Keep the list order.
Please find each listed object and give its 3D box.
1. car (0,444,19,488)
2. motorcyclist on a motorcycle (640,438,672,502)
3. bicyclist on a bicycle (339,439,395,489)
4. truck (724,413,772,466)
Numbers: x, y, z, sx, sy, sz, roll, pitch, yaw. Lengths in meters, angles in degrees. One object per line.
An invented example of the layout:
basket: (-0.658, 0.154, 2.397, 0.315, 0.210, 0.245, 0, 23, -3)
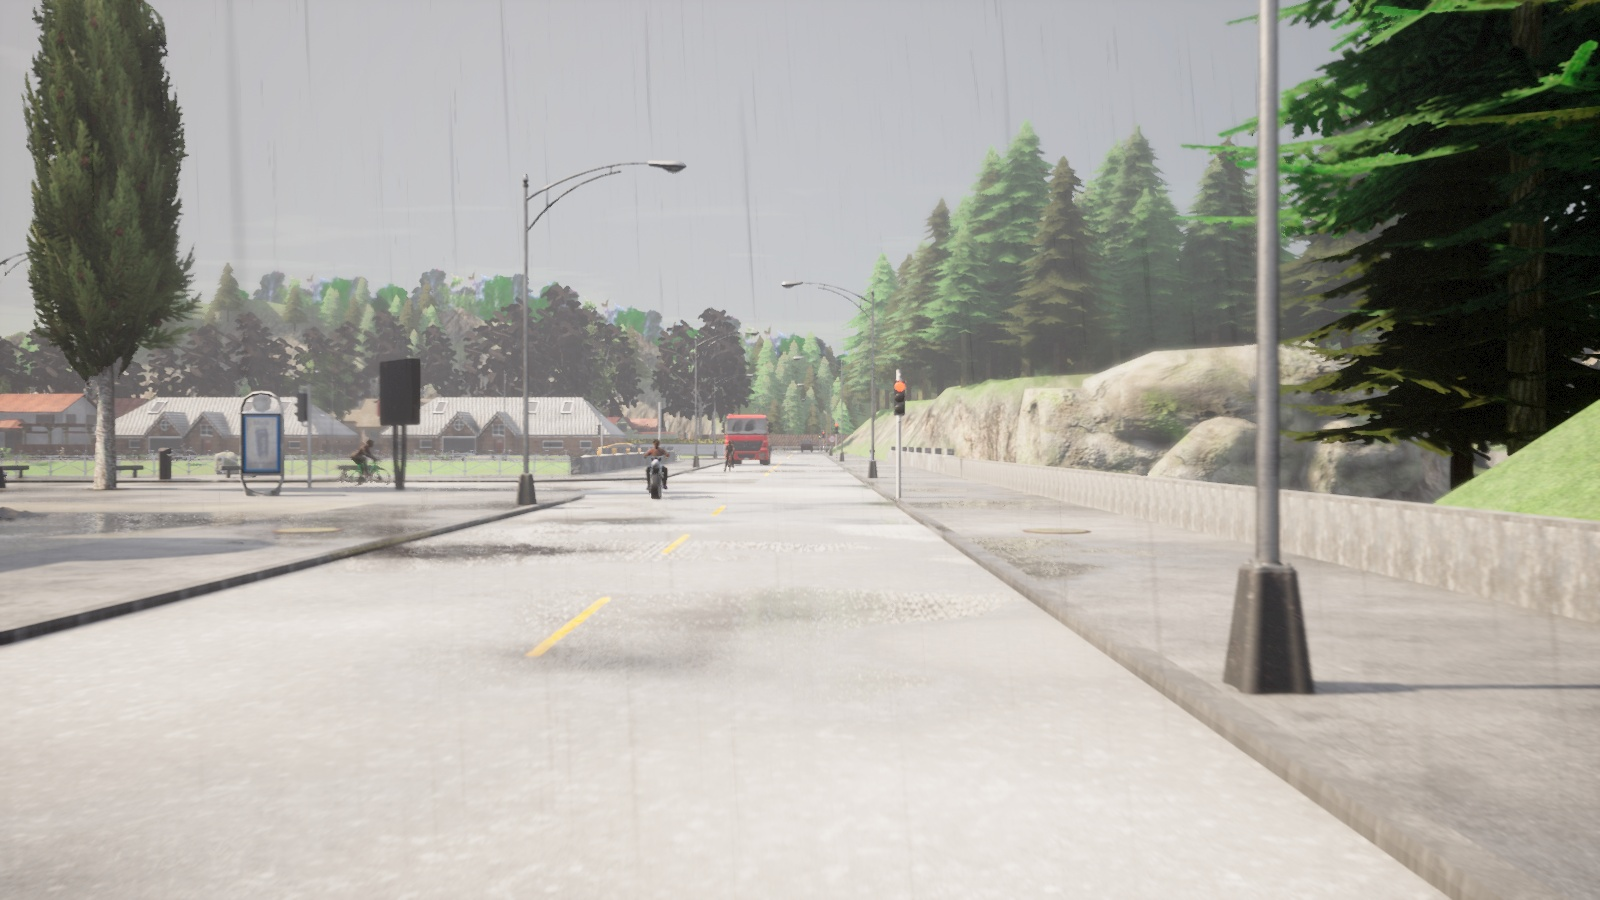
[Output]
car: (-28.668, 0.516, 41.413, 4.674, 1.442, 1.812, 0, 0, 0)
motorcyclist on a motorcycle: (-3.836, 0.504, 33.520, 0.766, 1.649, 2.350, -1, 1, -5)
bicyclist on a bicycle: (-14.249, 0.455, 41.337, 1.656, 1.620, 0.582, 0, 0, 0)
truck: (-3.466, -0.720, 85.530, 2.891, 3.462, 7.936, 0, 0, 0)
